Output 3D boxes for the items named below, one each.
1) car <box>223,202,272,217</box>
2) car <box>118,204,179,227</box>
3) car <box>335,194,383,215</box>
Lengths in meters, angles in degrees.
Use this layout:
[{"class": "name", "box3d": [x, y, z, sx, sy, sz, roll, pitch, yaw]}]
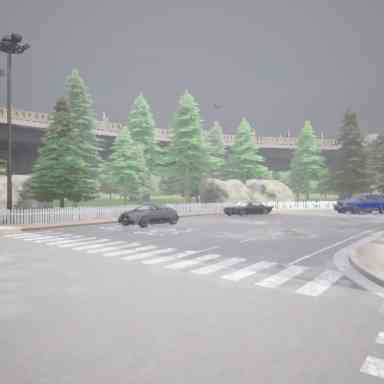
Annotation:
[{"class": "car", "box3d": [5.089, 1.556, 30.268, 4.718, 1.301, 1.895, 0, 0, -37]}, {"class": "car", "box3d": [-2.843, 1.520, 22.243, 1.994, 1.385, 4.181, 0, 0, 41]}, {"class": "car", "box3d": [16.958, 1.172, 33.032, 5.566, 2.045, 2.150, 0, 0, -17]}]
